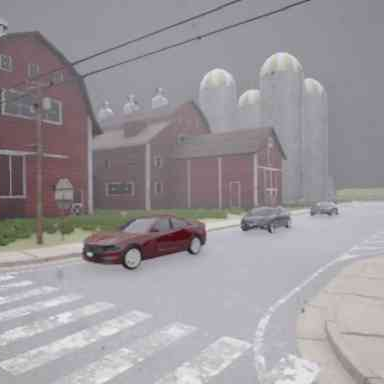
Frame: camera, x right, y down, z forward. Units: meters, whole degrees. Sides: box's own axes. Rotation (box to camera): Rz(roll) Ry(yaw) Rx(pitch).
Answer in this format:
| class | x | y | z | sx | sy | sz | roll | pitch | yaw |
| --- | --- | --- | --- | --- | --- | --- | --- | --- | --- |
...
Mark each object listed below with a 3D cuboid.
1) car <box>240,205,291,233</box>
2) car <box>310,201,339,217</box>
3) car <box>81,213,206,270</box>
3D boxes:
| class | x | y | z | sx | sy | sz | roll | pitch | yaw |
| --- | --- | --- | --- | --- | --- | --- | --- | --- | --- |
| car | 4.617 | 1.598 | 20.421 | 1.837 | 1.490 | 4.892 | -1 | -1 | 34 |
| car | 12.982 | 1.622 | 32.590 | 1.812 | 1.442 | 4.674 | -1 | -1 | 35 |
| car | -1.486 | 1.569 | 11.793 | 1.882 | 1.535 | 5.008 | -1 | 0 | 38 |
